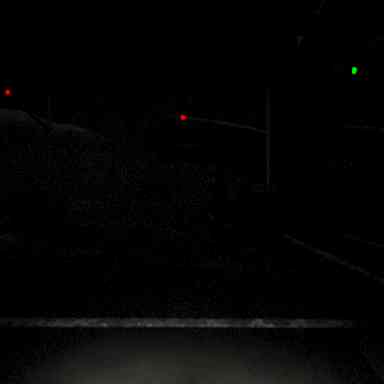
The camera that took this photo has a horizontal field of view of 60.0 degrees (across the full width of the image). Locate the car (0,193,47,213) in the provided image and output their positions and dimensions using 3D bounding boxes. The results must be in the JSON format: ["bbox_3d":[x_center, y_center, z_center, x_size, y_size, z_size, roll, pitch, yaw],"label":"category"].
[{"bbox_3d":[-16.786,1.068,33.317,3.866,1.878,1.905,0,0,-1],"label":"car"}]

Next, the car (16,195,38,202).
[{"bbox_3d":[-35.128,1.365,70.932,3.806,1.475,1.970,0,0,-1],"label":"car"}]

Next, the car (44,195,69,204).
[{"bbox_3d":[-24.061,1.303,59.008,3.633,1.501,1.845,0,0,-1],"label":"car"}]

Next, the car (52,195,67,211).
[{"bbox_3d":[-16.196,1.351,36.646,3.806,1.475,1.970,0,0,-1],"label":"car"}]

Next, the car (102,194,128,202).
[{"bbox_3d":[-16.462,1.311,70.902,5.027,1.636,2.152,0,0,-1],"label":"car"}]

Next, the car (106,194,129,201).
[{"bbox_3d":[-16.534,1.319,74.038,4.514,1.523,2.007,0,0,-1],"label":"car"}]

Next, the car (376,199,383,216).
[{"bbox_3d":[17.217,1.471,32.983,2.242,1.667,4.611,0,0,-1],"label":"car"}]

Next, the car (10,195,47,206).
[{"bbox_3d":[-24.041,1.285,49.015,4.514,1.523,2.007,0,0,-1],"label":"car"}]
